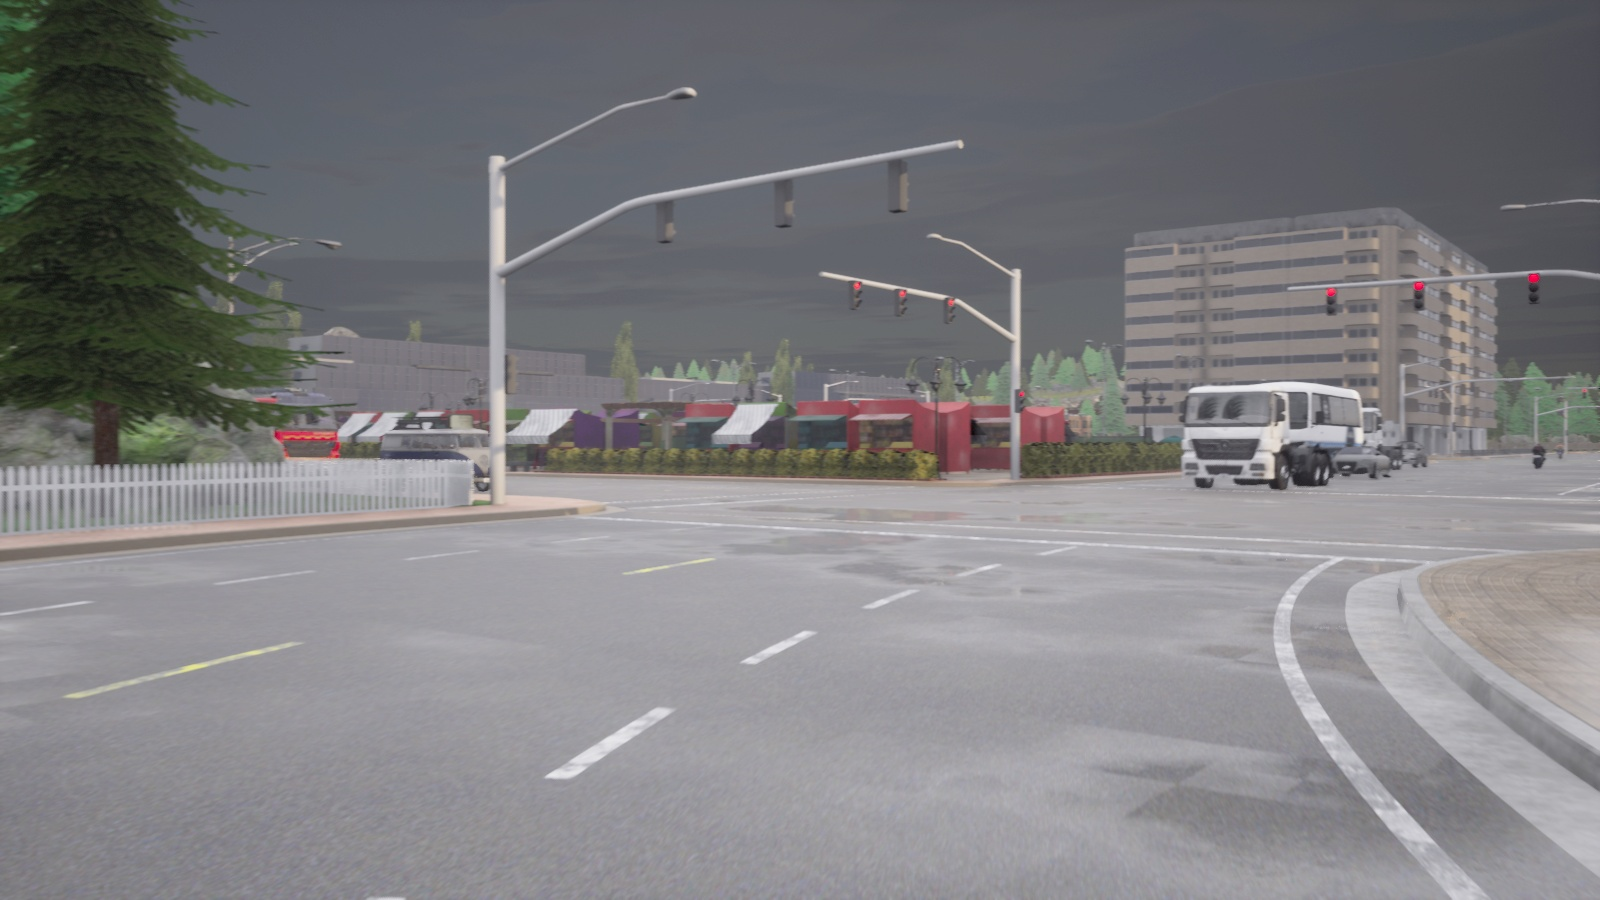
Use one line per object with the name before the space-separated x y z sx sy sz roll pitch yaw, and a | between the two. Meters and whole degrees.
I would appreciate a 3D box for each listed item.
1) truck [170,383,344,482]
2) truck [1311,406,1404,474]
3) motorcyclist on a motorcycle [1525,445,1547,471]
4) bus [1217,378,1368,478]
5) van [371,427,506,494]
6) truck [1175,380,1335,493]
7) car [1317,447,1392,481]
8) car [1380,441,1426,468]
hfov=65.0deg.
truck | -22.735 -0.706 52.356 8.468 3.827 2.891 0 0 37
truck | 30.338 -0.560 68.120 2.891 3.462 7.936 0 1 37
motorcyclist on a motorcycle | 42.979 0.455 73.356 0.866 1.530 2.191 0 0 37
bus | 23.060 -0.913 58.387 3.944 4.253 10.273 0 0 37
van | -11.354 0.308 39.333 4.442 1.987 1.775 0 0 37
truck | 15.523 -0.442 42.434 2.891 3.462 7.936 0 0 37
car | 23.456 0.559 53.066 1.994 1.385 4.181 0 0 37
car | 37.051 0.284 77.116 1.851 1.617 3.988 0 0 37
